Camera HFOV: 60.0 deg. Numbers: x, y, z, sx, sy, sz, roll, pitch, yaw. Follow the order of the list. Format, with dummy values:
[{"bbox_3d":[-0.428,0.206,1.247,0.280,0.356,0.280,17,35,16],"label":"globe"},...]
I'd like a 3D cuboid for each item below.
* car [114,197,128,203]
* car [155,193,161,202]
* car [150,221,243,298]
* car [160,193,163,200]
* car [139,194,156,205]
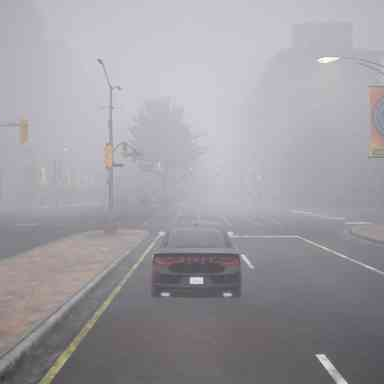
[{"bbox_3d":[-14.490,1.595,67.967,1.895,1.301,4.718,0,0,0],"label":"car"},{"bbox_3d":[-7.782,1.526,65.856,1.812,1.442,4.674,0,0,1],"label":"car"},{"bbox_3d":[0.110,1.478,8.590,1.882,1.535,5.008,0,0,1],"label":"car"},{"bbox_3d":[-7.707,1.225,76.608,2.150,2.045,5.566,0,0,0],"label":"car"},{"bbox_3d":[-7.865,1.505,56.597,1.837,1.490,4.892,0,0,1],"label":"car"}]
